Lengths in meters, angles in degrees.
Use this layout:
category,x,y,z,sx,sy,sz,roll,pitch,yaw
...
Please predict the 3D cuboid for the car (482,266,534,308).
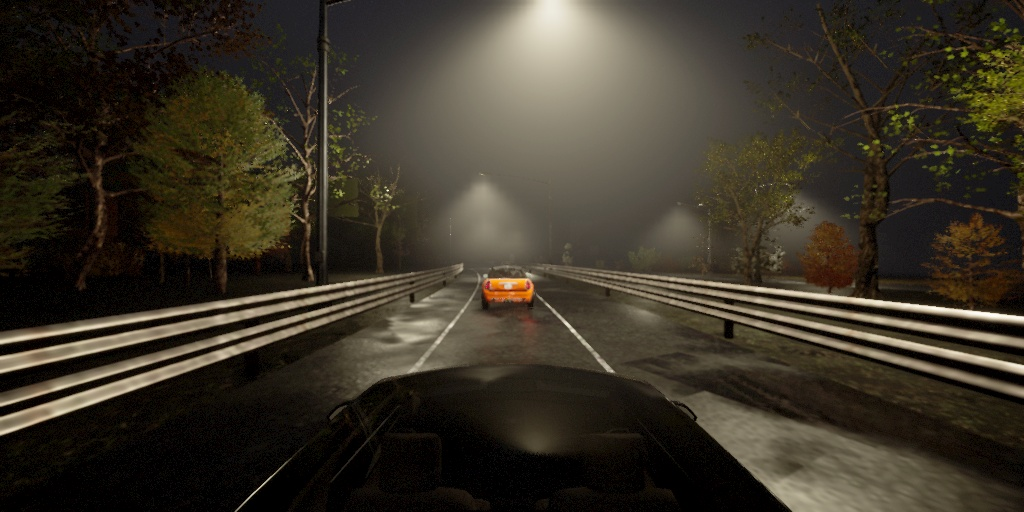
category,x,y,z,sx,sy,sz,roll,pitch,yaw
car,-0.223,1.228,16.036,2.097,1.767,4.553,0,-1,-2
